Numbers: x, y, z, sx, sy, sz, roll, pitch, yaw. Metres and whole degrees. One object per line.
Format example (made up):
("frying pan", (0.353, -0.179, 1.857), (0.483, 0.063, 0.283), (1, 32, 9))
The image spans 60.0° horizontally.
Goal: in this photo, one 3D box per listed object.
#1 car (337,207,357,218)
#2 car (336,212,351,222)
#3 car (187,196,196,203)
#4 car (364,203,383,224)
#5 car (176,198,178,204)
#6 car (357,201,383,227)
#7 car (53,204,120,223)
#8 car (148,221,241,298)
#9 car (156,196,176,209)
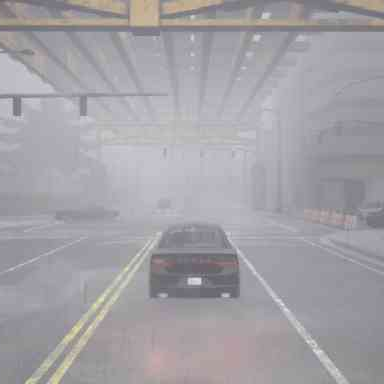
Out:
("car", (13.575, 1.295, 24.990), (4.536, 1.218, 1.853), (0, 0, 25))
("car", (13.528, 1.453, 25.011), (4.974, 1.542, 2.038), (0, 0, 25))
("car", (-0.063, 1.491, 66.351), (2.128, 1.511, 4.902), (0, 0, 0))
("car", (13.260, 1.295, 20.870), (4.536, 1.218, 1.853), (0, 0, -20))
("car", (-3.651, 1.571, 62.402), (1.812, 1.442, 4.674), (0, 0, 0))
("car", (13.212, 1.453, 20.852), (4.974, 1.542, 2.038), (0, 0, -20))
("car", (-8.037, 1.601, 25.405), (4.718, 1.301, 1.895), (0, 0, -25))
("car", (0.052, 1.478, 8.544), (1.882, 1.535, 5.008), (0, 0, 0))
("car", (-3.711, 1.547, 44.812), (2.033, 1.411, 5.357), (0, 0, 0))
